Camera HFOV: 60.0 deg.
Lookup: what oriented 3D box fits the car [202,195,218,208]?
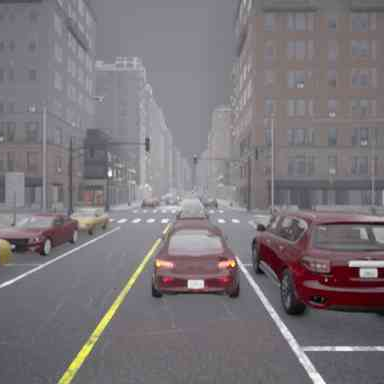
[{"bbox_3d":[2.639,1.506,45.692,1.802,1.307,4.206,1,0,0],"label":"car"}]

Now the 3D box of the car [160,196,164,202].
[{"bbox_3d":[-5.892,1.460,51.367,1.887,1.381,4.507,1,0,0],"label":"car"}]

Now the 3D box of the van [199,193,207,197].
[{"bbox_3d":[2.627,1.240,62.712,1.690,1.788,3.998,1,0,0],"label":"van"}]

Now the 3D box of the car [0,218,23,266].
[{"bbox_3d":[-5.855,1.513,7.255,1.752,1.417,4.829,1,0,0],"label":"car"}]

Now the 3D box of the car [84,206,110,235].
[{"bbox_3d":[-5.864,1.494,18.504,1.752,1.417,4.829,1,0,0],"label":"car"}]

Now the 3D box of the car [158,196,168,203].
[{"bbox_3d":[-5.906,1.472,68.386,1.802,1.307,4.206,1,0,0],"label":"car"}]

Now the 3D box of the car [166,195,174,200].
[{"bbox_3d":[-5.925,1.443,91.076,1.802,1.307,4.206,1,0,0],"label":"car"}]

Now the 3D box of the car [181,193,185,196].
[{"bbox_3d":[-3.057,1.435,68.193,2.033,1.411,5.357,0,0,0],"label":"car"}]

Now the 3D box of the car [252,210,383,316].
[{"bbox_3d":[2.673,1.302,7.423,2.192,1.841,5.009,1,0,0],"label":"car"}]

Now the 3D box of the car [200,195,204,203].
[{"bbox_3d":[2.634,1.497,51.365,1.802,1.307,4.206,1,0,0],"label":"car"}]

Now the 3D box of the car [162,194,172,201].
[{"bbox_3d":[-5.914,1.316,79.731,1.967,1.590,4.097,1,0,0],"label":"car"}]

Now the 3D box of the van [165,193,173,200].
[{"bbox_3d":[-5.918,1.210,85.404,1.690,1.788,3.998,1,0,0],"label":"van"}]

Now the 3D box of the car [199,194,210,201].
[{"bbox_3d":[2.629,1.489,57.039,1.802,1.307,4.206,1,0,0],"label":"car"}]

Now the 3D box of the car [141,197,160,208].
[{"bbox_3d":[-5.887,1.469,45.694,1.887,1.381,4.507,1,0,0],"label":"car"}]

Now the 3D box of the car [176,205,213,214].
[{"bbox_3d":[0.049,1.571,17.555,1.895,1.301,4.718,0,0,0],"label":"car"}]

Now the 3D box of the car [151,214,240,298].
[{"bbox_3d":[0.079,1.512,8.377,1.812,1.442,4.674,0,0,0],"label":"car"}]

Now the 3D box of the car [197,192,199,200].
[{"bbox_3d":[2.622,1.206,68.385,2.192,1.841,5.009,1,0,0],"label":"car"}]

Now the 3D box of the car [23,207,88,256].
[{"bbox_3d":[-5.860,1.522,13.050,1.887,1.381,4.507,1,0,0],"label":"car"}]

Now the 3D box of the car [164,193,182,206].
[{"bbox_3d":[-3.126,1.404,52.664,2.128,1.511,4.902,0,0,0],"label":"car"}]
